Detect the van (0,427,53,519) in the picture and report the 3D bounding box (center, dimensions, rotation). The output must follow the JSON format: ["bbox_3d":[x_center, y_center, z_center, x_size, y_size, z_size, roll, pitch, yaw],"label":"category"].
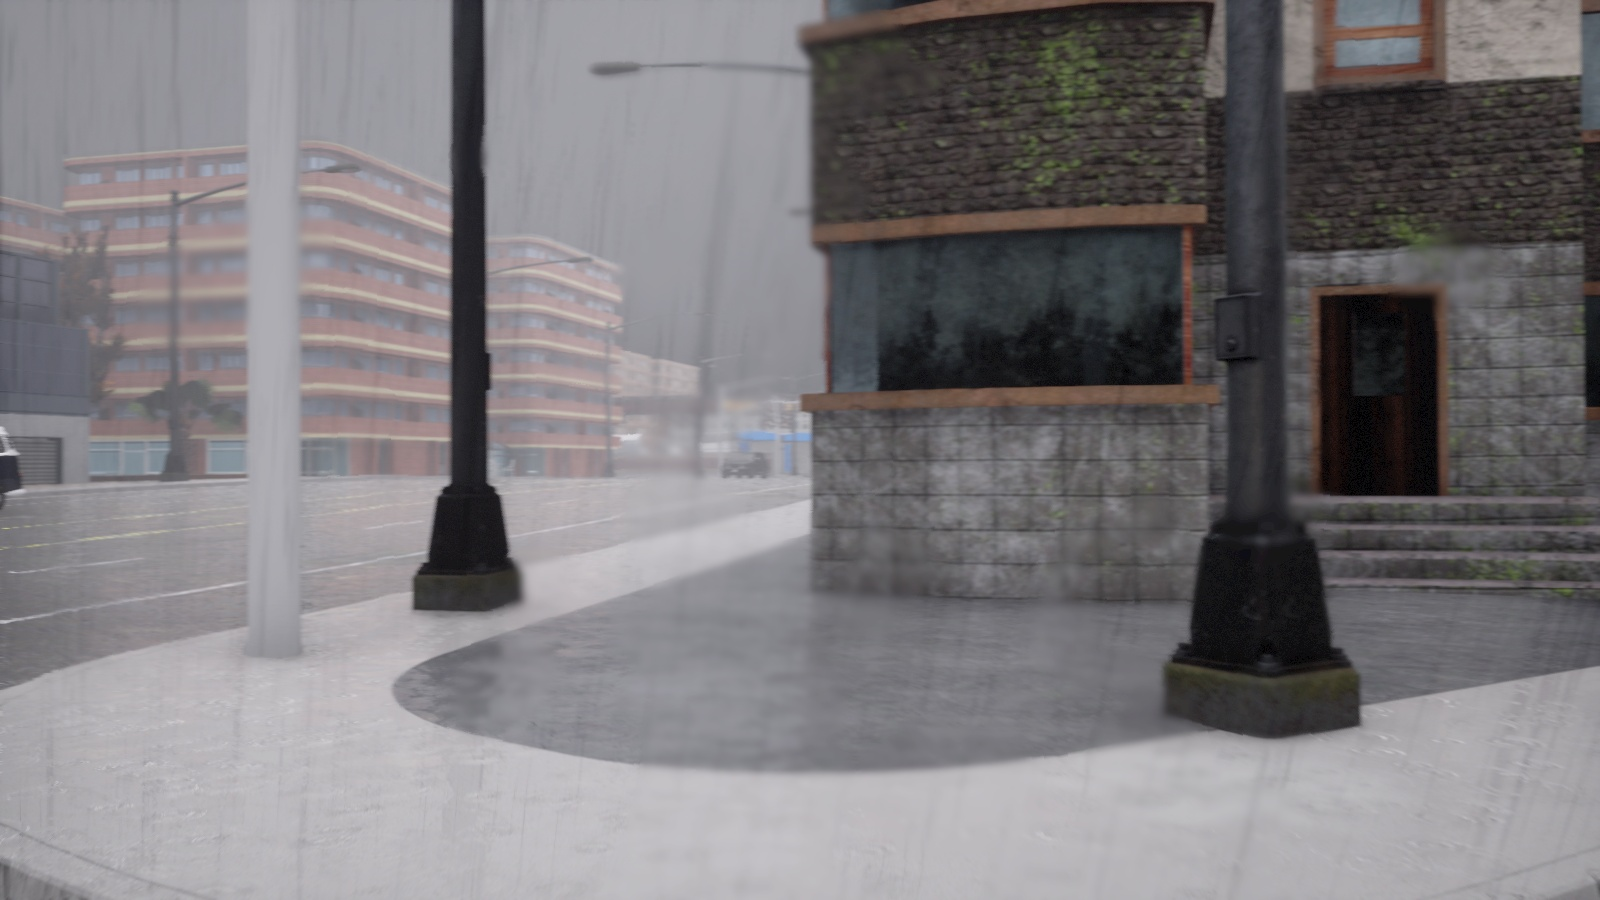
[{"bbox_3d":[-18.962,0.544,27.281,2.069,2.038,4.480,-1,1,15],"label":"van"}]

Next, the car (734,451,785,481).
[{"bbox_3d":[-2.843,1.168,89.343,2.150,2.045,5.566,-1,-1,15],"label":"car"}]
